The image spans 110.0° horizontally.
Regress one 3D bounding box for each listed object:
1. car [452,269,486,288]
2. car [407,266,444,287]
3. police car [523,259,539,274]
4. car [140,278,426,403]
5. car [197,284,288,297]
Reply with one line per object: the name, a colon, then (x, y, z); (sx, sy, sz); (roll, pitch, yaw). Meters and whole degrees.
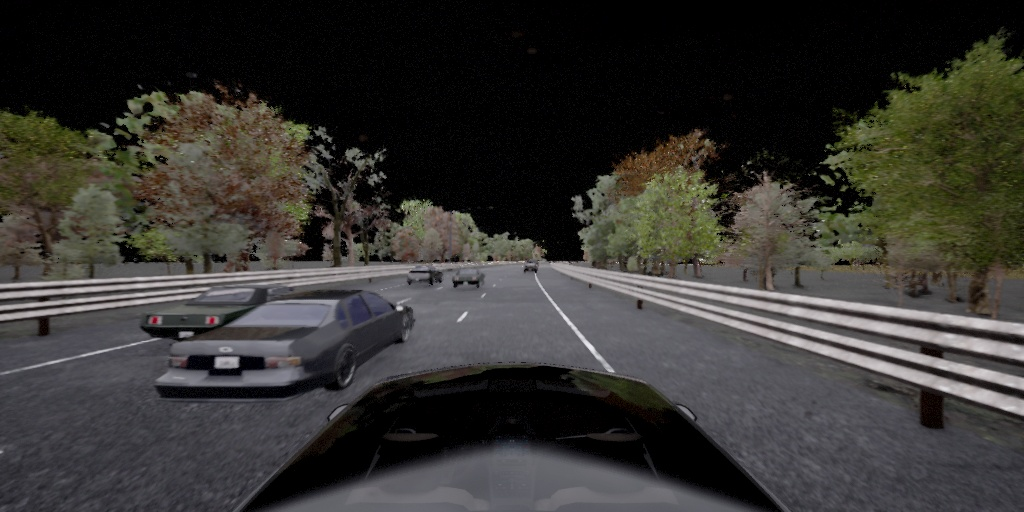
car: (-3.023, 1.573, 26.087); (1.895, 1.301, 4.718); (0, -1, 2)
car: (-6.483, 1.468, 27.289); (2.128, 1.511, 4.902); (0, -1, 2)
police car: (2.637, 1.665, 51.780); (1.930, 1.638, 5.238); (0, -1, 4)
car: (-3.380, 1.337, 6.780); (2.033, 1.411, 5.357); (0, -1, 0)
car: (-6.854, 1.411, 9.804); (1.895, 1.301, 4.718); (0, -1, 1)
